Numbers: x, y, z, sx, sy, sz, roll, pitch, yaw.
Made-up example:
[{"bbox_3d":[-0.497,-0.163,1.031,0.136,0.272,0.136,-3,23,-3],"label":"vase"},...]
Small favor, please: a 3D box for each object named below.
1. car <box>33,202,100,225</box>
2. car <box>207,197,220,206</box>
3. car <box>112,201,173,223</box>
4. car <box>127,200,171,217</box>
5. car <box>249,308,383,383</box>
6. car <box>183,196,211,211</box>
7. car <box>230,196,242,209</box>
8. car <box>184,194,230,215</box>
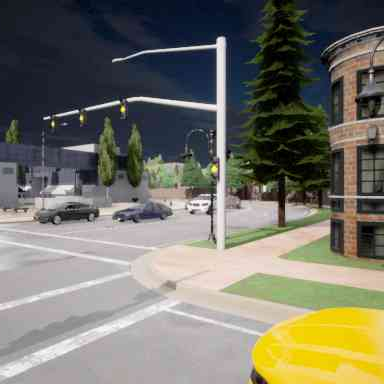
[{"bbox_3d":[-9.081,1.505,24.431,1.837,1.490,4.892,0,0,35],"label":"car"},{"bbox_3d":[3.630,1.536,56.936,1.812,1.442,4.674,0,0,-3],"label":"car"},{"bbox_3d":[-3.697,1.547,25.974,2.033,1.411,5.357,0,0,35],"label":"car"},{"bbox_3d":[-4.072,1.564,31.806,1.994,1.385,4.181,0,0,31],"label":"car"},{"bbox_3d":[2.768,1.478,1.994,5.008,1.535,1.882,0,0,36],"label":"car"},{"bbox_3d":[0.689,1.352,40.831,2.097,1.767,4.553,0,0,19],"label":"car"},{"bbox_3d":[5.417,1.351,44.203,2.097,1.767,4.553,0,0,14],"label":"car"},{"bbox_3d":[1.676,1.221,34.474,2.150,2.045,5.566,0,0,28],"label":"car"}]
